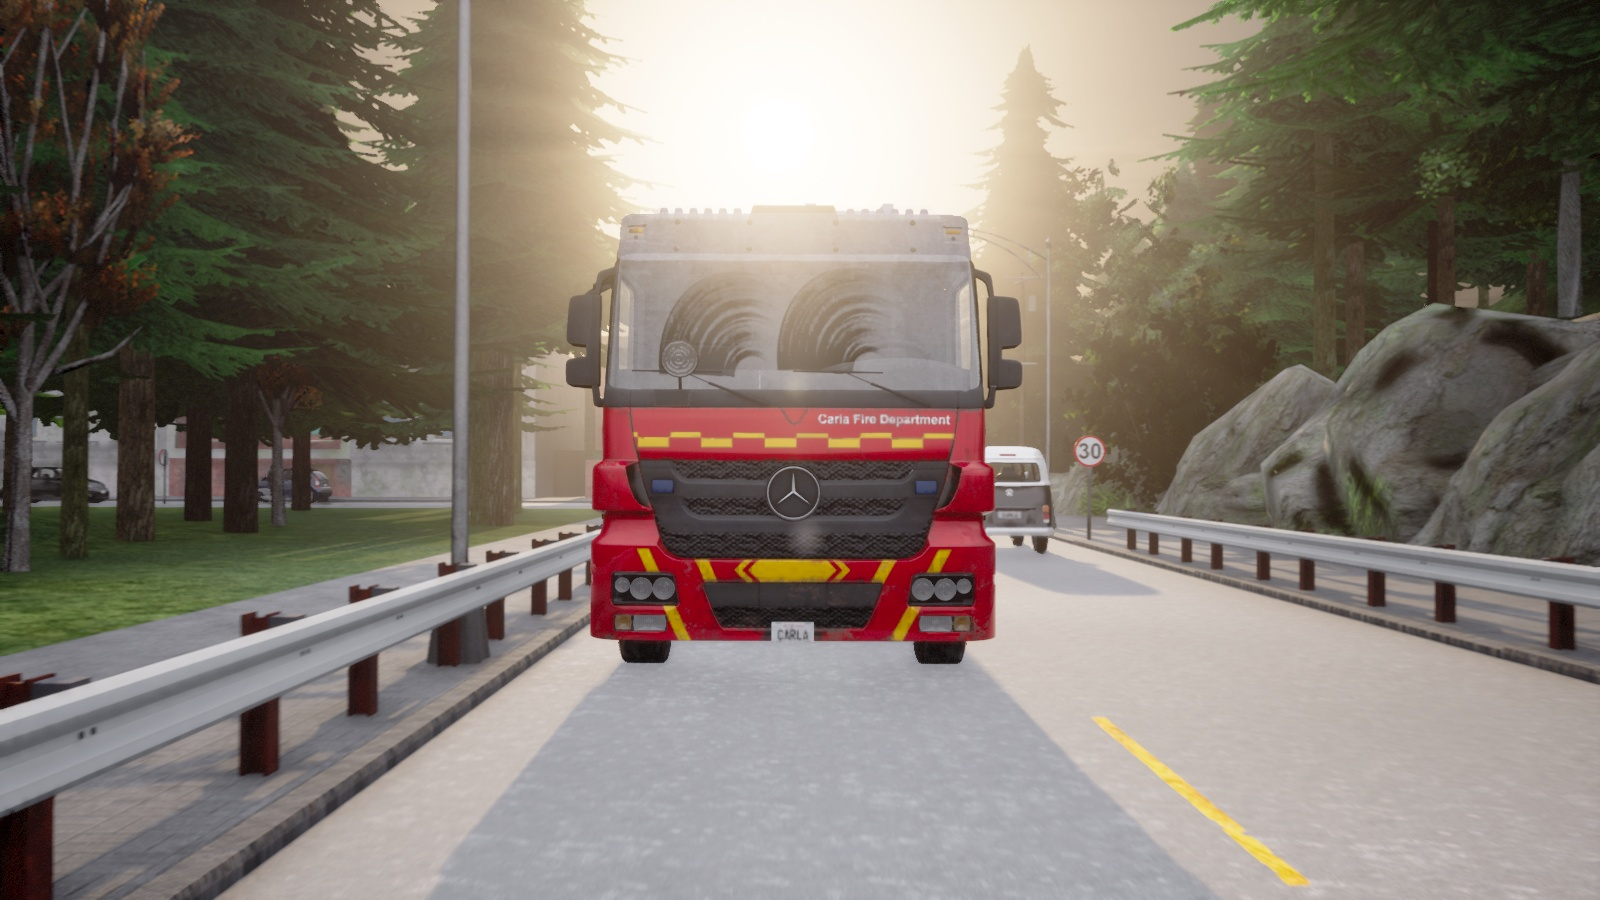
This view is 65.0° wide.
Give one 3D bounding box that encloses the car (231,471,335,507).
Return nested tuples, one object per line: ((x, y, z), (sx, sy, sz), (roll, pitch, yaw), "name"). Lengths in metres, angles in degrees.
((-23.732, 1.774, 57.712), (3.988, 1.617, 1.851), (0, -1, 0), "car")

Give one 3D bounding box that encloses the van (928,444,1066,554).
((3.874, 0.948, 25.525), (2.069, 2.038, 4.480), (0, -1, 0), "van")

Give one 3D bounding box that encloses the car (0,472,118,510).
((-31.655, 1.739, 53.717), (3.988, 1.617, 1.851), (0, -1, 0), "car")

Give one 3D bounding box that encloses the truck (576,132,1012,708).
((-0.062, -0.139, 12.599), (2.891, 3.827, 8.468), (0, -1, 0), "truck")

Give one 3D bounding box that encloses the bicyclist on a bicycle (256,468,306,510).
((-22.192, 1.674, 53.712), (1.843, 1.776, 0.659), (0, -1, 0), "bicyclist on a bicycle")
